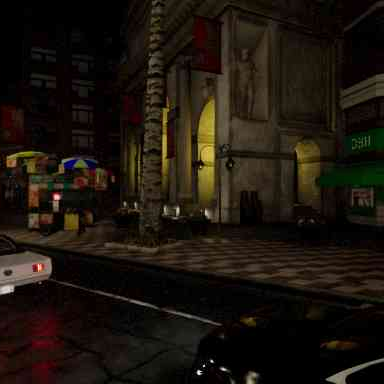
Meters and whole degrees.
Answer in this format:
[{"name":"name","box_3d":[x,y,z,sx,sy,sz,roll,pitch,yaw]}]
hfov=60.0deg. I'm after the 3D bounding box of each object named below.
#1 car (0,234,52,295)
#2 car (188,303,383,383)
[{"name":"car","box_3d":[-5.393,1.601,7.711,4.718,1.301,1.895,0,0,35]},{"name":"car","box_3d":[2.200,1.505,2.258,4.892,1.490,1.837,0,0,37]}]
